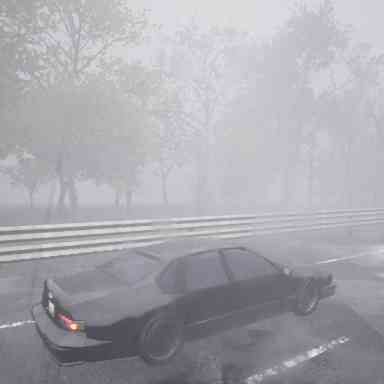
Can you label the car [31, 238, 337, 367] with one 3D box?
[{"bbox_3d":[0.228,1.548,5.776,5.357,1.411,2.033,0,0,-35],"label":"car"}]
